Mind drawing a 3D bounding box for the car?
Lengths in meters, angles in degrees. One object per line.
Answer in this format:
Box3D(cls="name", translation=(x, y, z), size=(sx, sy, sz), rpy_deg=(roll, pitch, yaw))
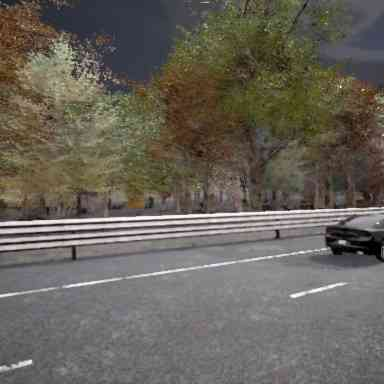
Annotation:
Box3D(cls="car", translation=(7.190, 1.580, 12.727), size=(5.008, 1.535, 1.882), rpy_deg=(0, 0, -33))
